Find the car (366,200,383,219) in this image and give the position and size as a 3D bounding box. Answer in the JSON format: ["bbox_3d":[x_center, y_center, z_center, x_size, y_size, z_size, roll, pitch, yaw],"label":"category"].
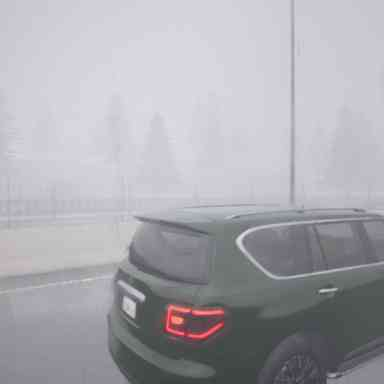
[{"bbox_3d":[17.458,1.384,27.696,5.357,1.411,2.033,0,0,-18],"label":"car"}]

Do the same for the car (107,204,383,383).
[{"bbox_3d":[1.653,1.195,4.665,5.566,2.045,2.150,0,0,-32],"label":"car"}]

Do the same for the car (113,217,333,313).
[{"bbox_3d":[0.963,1.503,8.384,5.357,1.411,2.033,0,0,-31],"label":"car"}]

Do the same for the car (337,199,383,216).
[{"bbox_3d":[16.497,1.369,31.053,5.357,1.411,2.033,0,0,-18],"label":"car"}]
